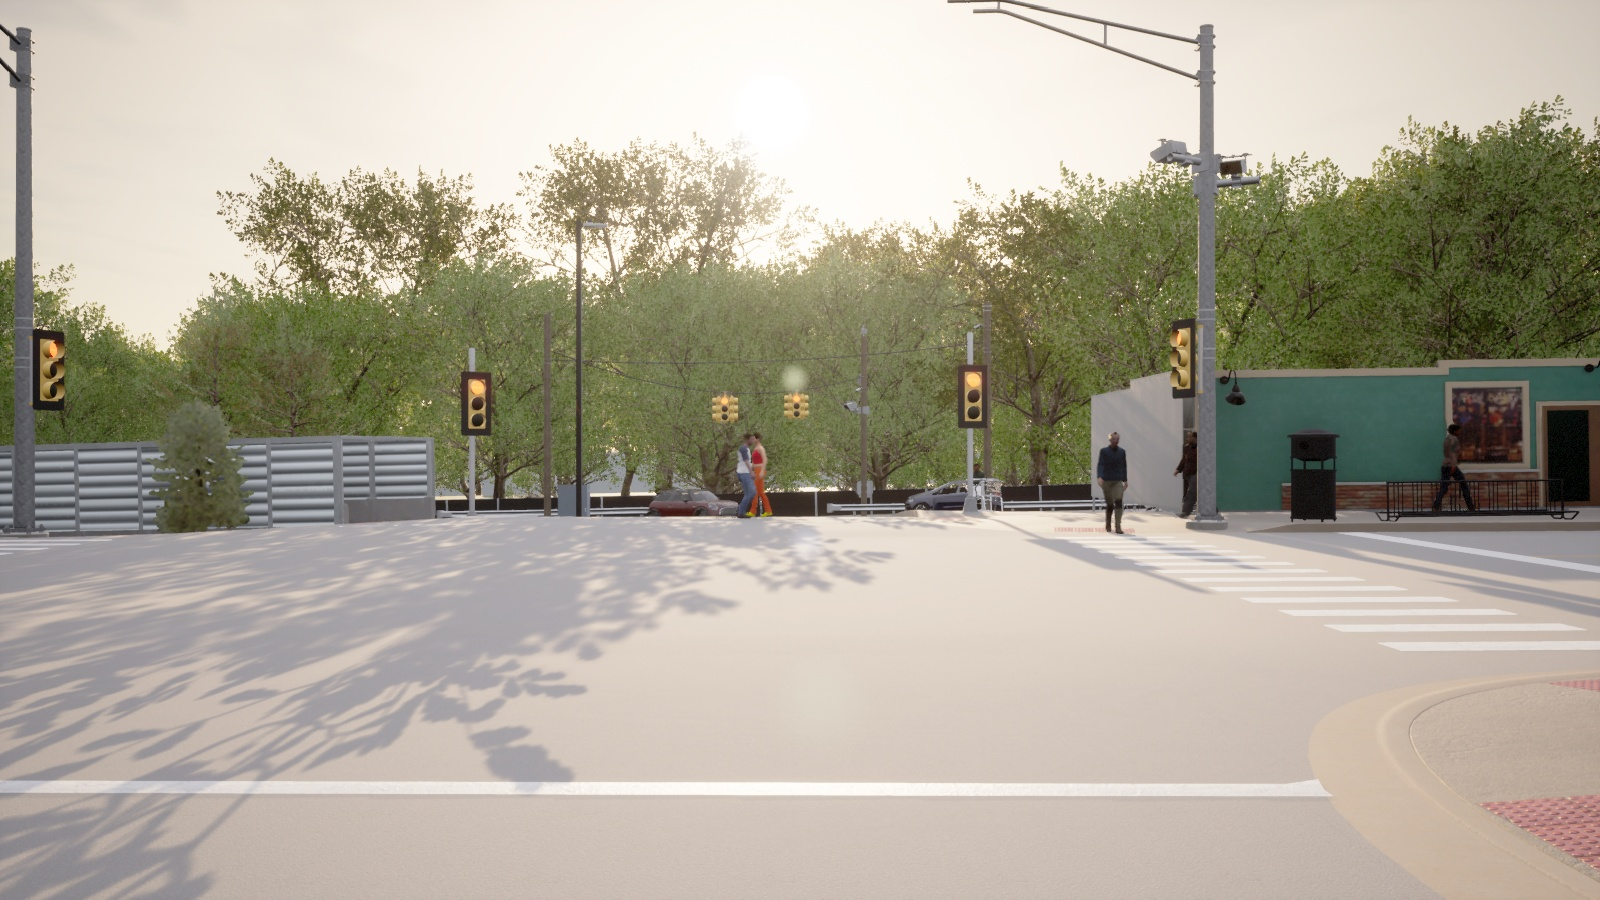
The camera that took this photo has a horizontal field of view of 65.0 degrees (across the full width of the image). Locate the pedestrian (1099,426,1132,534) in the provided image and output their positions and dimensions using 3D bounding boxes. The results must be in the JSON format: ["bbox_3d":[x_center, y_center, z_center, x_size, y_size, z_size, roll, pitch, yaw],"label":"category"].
[{"bbox_3d":[5.459,0.513,21.727,0.402,1.842,0.726,0,0,1],"label":"pedestrian"}]

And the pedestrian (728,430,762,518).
[{"bbox_3d":[-1.147,0.503,26.261,0.706,1.836,0.354,0,0,-3],"label":"pedestrian"}]

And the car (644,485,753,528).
[{"bbox_3d":[-4.447,2.472,54.503,4.553,1.767,2.097,-3,-2,42],"label":"car"}]

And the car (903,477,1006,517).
[{"bbox_3d":[7.189,2.190,58.496,4.611,1.667,2.242,-2,0,8],"label":"car"}]

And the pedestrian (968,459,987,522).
[{"bbox_3d":[5.569,1.258,39.367,0.423,1.949,0.788,0,0,20],"label":"pedestrian"}]

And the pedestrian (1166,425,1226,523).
[{"bbox_3d":[7.570,0.449,24.026,0.899,1.844,0.634,0,0,-16],"label":"pedestrian"}]

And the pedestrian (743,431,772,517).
[{"bbox_3d":[-0.909,0.514,26.900,0.594,1.836,0.345,0,0,-9],"label":"pedestrian"}]

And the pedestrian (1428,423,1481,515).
[{"bbox_3d":[12.971,0.371,24.889,0.869,1.805,0.328,0,0,0],"label":"pedestrian"}]
